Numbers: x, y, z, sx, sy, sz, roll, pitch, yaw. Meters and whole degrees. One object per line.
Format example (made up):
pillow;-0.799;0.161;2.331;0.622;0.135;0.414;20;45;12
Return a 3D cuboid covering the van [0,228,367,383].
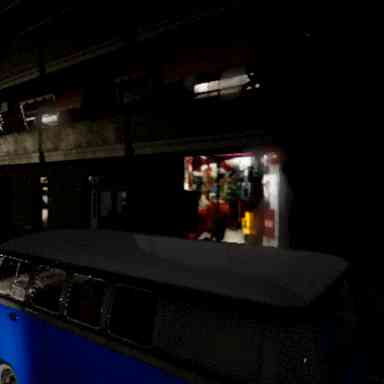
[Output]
van;-0.486;1.338;3.210;3.998;1.788;1.690;0;1;36
